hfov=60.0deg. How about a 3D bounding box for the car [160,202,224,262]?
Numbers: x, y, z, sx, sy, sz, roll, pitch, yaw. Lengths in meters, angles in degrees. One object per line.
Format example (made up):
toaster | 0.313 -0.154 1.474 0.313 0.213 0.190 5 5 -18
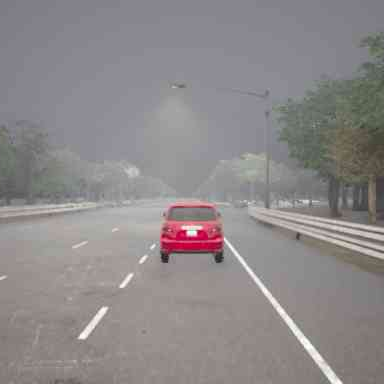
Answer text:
car | -0.001 1.413 13.110 2.150 2.045 5.566 0 -1 0

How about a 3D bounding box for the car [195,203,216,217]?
car | 1.614 2.096 38.864 1.812 1.442 4.674 0 -1 11

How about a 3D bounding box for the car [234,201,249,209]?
car | 9.380 2.382 61.567 2.128 1.511 4.902 -1 -1 27
